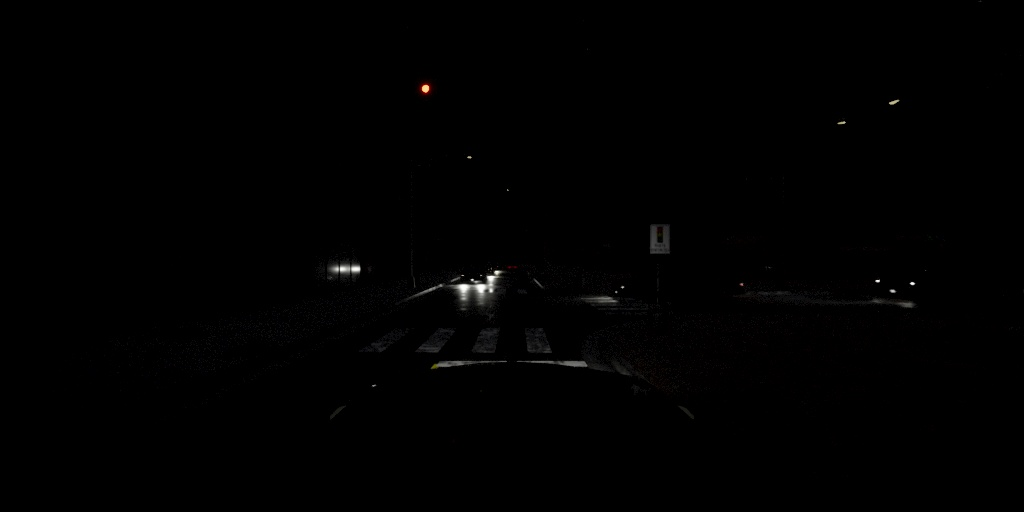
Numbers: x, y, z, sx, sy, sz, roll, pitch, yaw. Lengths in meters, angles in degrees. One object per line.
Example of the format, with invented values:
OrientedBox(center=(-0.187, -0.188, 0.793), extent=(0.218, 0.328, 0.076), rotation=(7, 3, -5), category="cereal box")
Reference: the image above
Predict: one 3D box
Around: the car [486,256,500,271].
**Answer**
OrientedBox(center=(-2.869, 0.997, 51.425), extent=(2.150, 2.045, 5.566), rotation=(0, 0, 0), category="car")

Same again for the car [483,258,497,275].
OrientedBox(center=(-2.875, 1.268, 38.465), extent=(1.837, 1.490, 4.892), rotation=(0, 0, 0), category="car")

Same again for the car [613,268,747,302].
OrientedBox(center=(7.428, 1.244, 16.195), extent=(5.357, 1.411, 2.033), rotation=(0, 0, 5), category="car")

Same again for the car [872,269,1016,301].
OrientedBox(center=(19.162, 1.237, 15.969), extent=(4.718, 1.301, 1.895), rotation=(0, 0, 0), category="car")

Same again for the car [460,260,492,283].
OrientedBox(center=(-2.883, 1.303, 28.057), extent=(2.033, 1.411, 5.357), rotation=(0, 0, -1), category="car")
